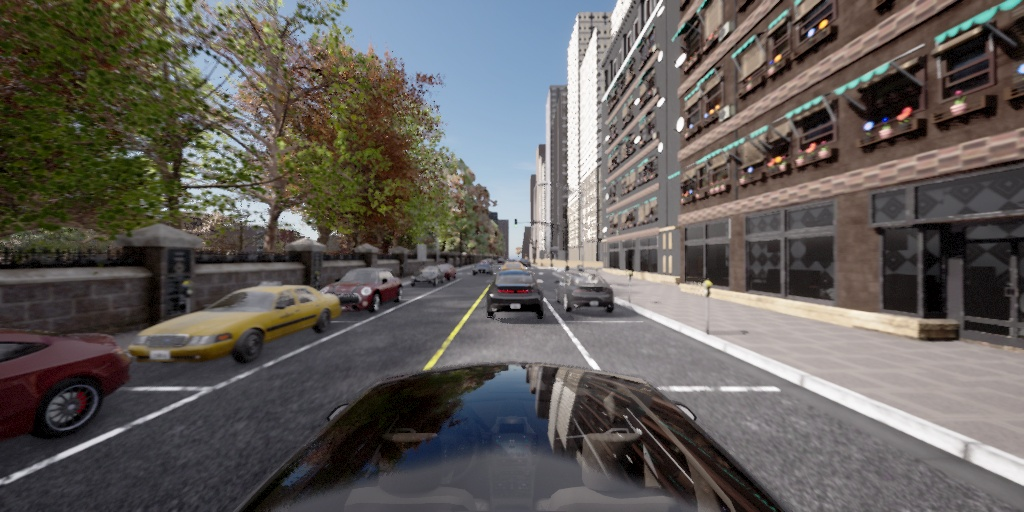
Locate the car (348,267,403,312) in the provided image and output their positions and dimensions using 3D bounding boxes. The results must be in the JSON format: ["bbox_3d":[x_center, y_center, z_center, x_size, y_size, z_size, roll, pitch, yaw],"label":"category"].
[{"bbox_3d":[-5.692,1.201,13.915,1.967,1.591,4.097,0,0,0],"label":"car"}]

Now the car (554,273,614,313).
[{"bbox_3d":[2.689,1.312,13.917,2.007,1.370,4.403,0,0,0],"label":"car"}]

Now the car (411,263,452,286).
[{"bbox_3d":[-5.769,1.324,24.990,2.007,1.370,4.403,0,0,0],"label":"car"}]

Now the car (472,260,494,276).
[{"bbox_3d":[-3.002,1.359,37.891,1.994,1.385,4.181,0,0,0],"label":"car"}]

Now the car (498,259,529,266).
[{"bbox_3d":[0.100,1.255,28.607,1.882,1.535,5.008,0,0,0],"label":"car"}]

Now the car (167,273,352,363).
[{"bbox_3d":[-5.691,1.282,8.206,1.751,1.417,4.829,0,0,0],"label":"car"}]

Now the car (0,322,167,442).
[{"bbox_3d":[-5.691,1.333,2.837,1.802,1.307,4.207,0,0,0],"label":"car"}]

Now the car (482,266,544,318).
[{"bbox_3d":[0.101,1.264,13.044,1.837,1.490,4.892,0,0,0],"label":"car"}]

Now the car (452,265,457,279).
[{"bbox_3d":[-5.821,1.325,30.530,1.888,1.381,4.507,0,0,0],"label":"car"}]
